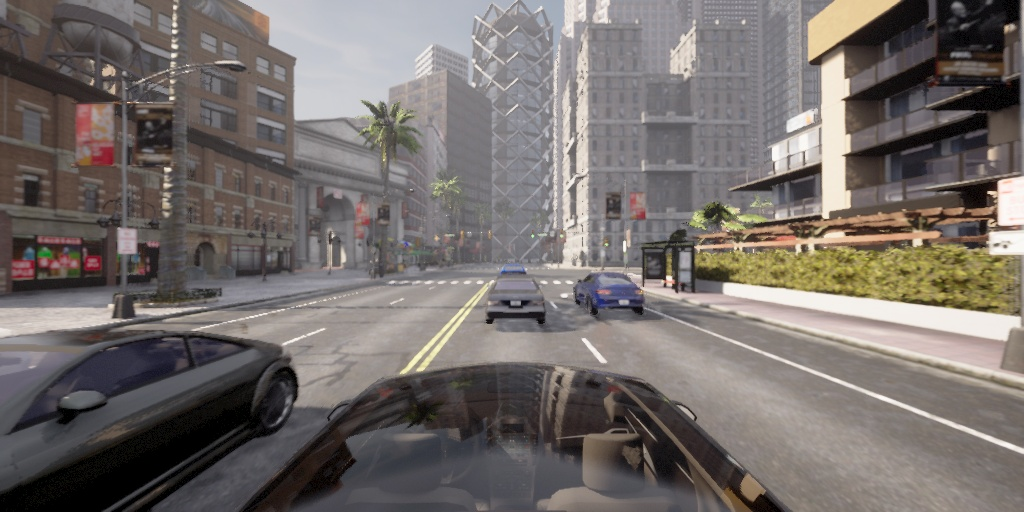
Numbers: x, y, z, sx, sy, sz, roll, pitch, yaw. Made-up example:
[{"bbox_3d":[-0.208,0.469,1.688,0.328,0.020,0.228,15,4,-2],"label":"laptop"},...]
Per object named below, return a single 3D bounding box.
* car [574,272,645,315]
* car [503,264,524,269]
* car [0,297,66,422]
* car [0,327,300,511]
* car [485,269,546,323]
[{"bbox_3d":[3.604,1.332,13.843,1.812,1.442,4.674,0,0,0],"label":"car"},{"bbox_3d":[0.104,1.341,25.984,1.882,1.535,5.008,0,0,0],"label":"car"},{"bbox_3d":[-7.097,1.280,2.631,1.812,1.442,4.674,0,0,0],"label":"car"},{"bbox_3d":[-3.596,1.318,2.680,1.994,1.385,4.181,0,0,0],"label":"car"},{"bbox_3d":[0.103,1.347,12.307,2.033,1.411,5.357,0,0,0],"label":"car"}]
